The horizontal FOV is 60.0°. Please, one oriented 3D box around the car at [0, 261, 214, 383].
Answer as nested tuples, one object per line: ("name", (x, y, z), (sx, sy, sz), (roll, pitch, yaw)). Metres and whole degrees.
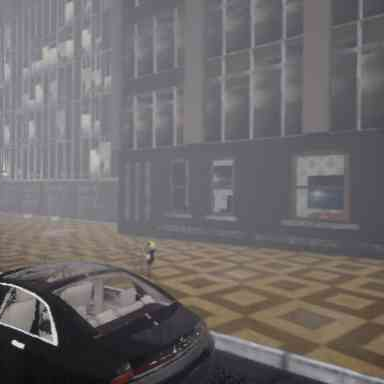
("car", (-1.821, 1.573, 4.159), (4.403, 1.369, 2.008), (0, 1, 36))
